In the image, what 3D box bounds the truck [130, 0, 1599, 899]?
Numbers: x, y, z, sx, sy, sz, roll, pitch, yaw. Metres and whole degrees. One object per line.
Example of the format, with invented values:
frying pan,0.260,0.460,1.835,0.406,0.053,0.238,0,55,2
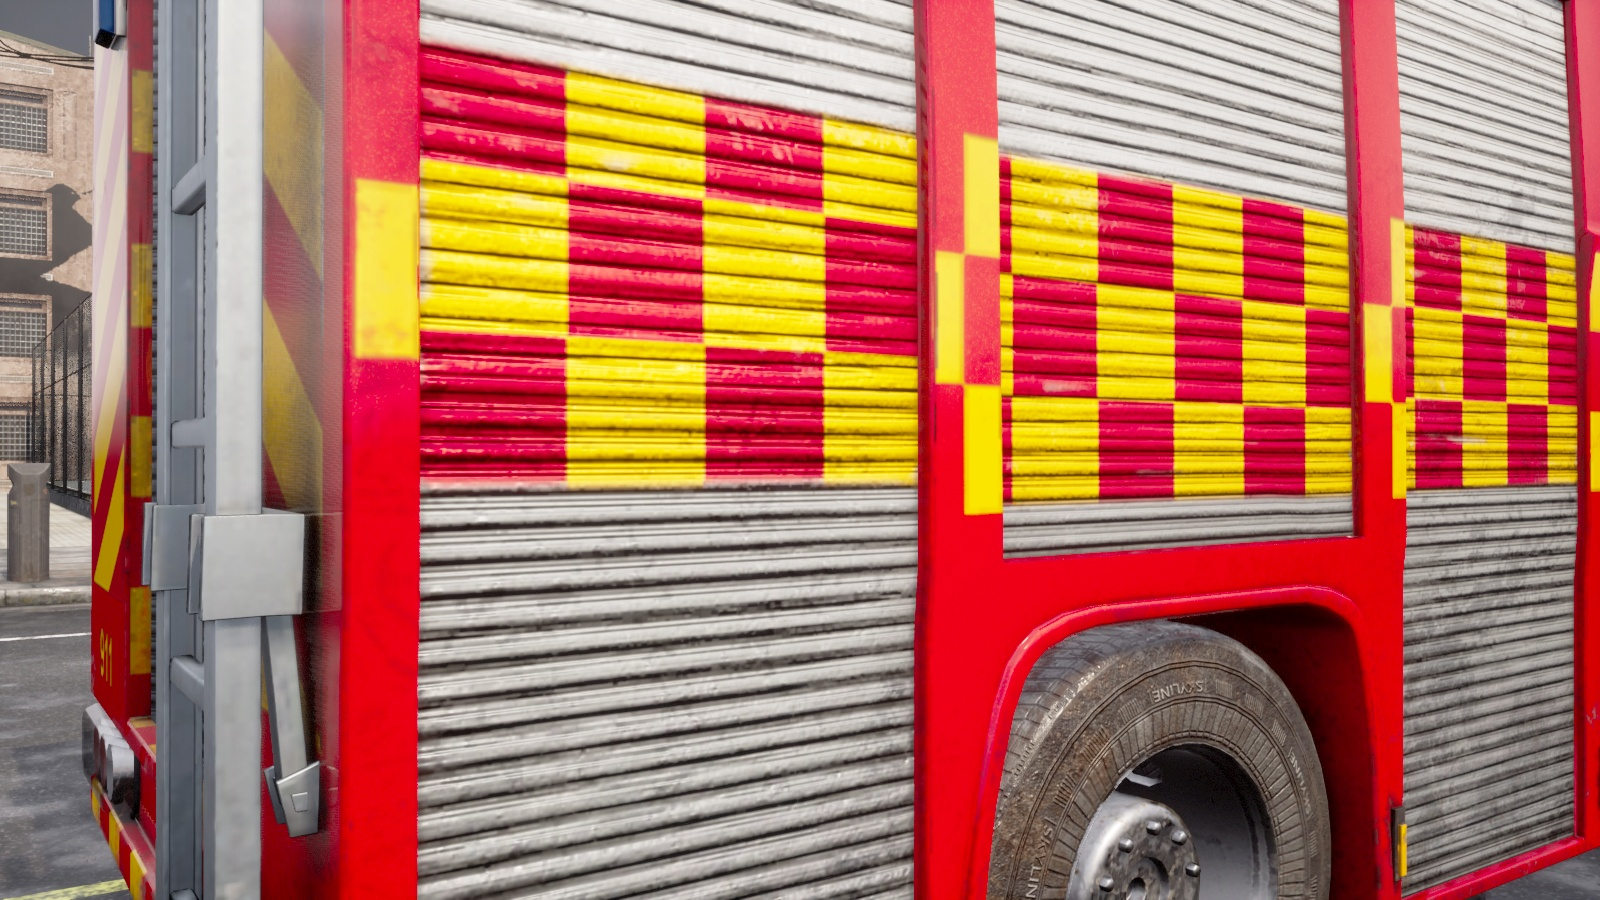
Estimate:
truck,2.187,-0.412,5.195,8.468,3.827,2.891,0,0,-35
